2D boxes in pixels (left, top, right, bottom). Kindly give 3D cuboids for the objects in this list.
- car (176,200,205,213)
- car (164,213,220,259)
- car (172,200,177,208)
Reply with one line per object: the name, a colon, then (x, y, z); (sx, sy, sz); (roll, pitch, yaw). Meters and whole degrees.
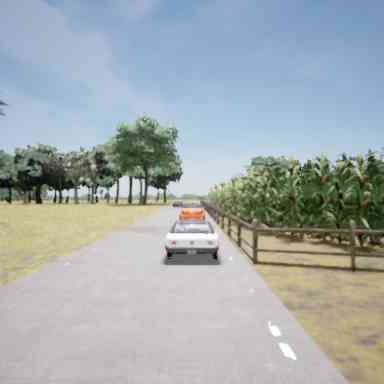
car: (0.031, 1.653, 28.457); (2.097, 1.767, 4.553); (0, -1, 1)
car: (0.024, 1.738, 13.281); (1.895, 1.301, 4.718); (0, -1, 1)
car: (-2.767, 2.344, 65.414); (1.994, 1.385, 4.181); (0, -1, 0)
